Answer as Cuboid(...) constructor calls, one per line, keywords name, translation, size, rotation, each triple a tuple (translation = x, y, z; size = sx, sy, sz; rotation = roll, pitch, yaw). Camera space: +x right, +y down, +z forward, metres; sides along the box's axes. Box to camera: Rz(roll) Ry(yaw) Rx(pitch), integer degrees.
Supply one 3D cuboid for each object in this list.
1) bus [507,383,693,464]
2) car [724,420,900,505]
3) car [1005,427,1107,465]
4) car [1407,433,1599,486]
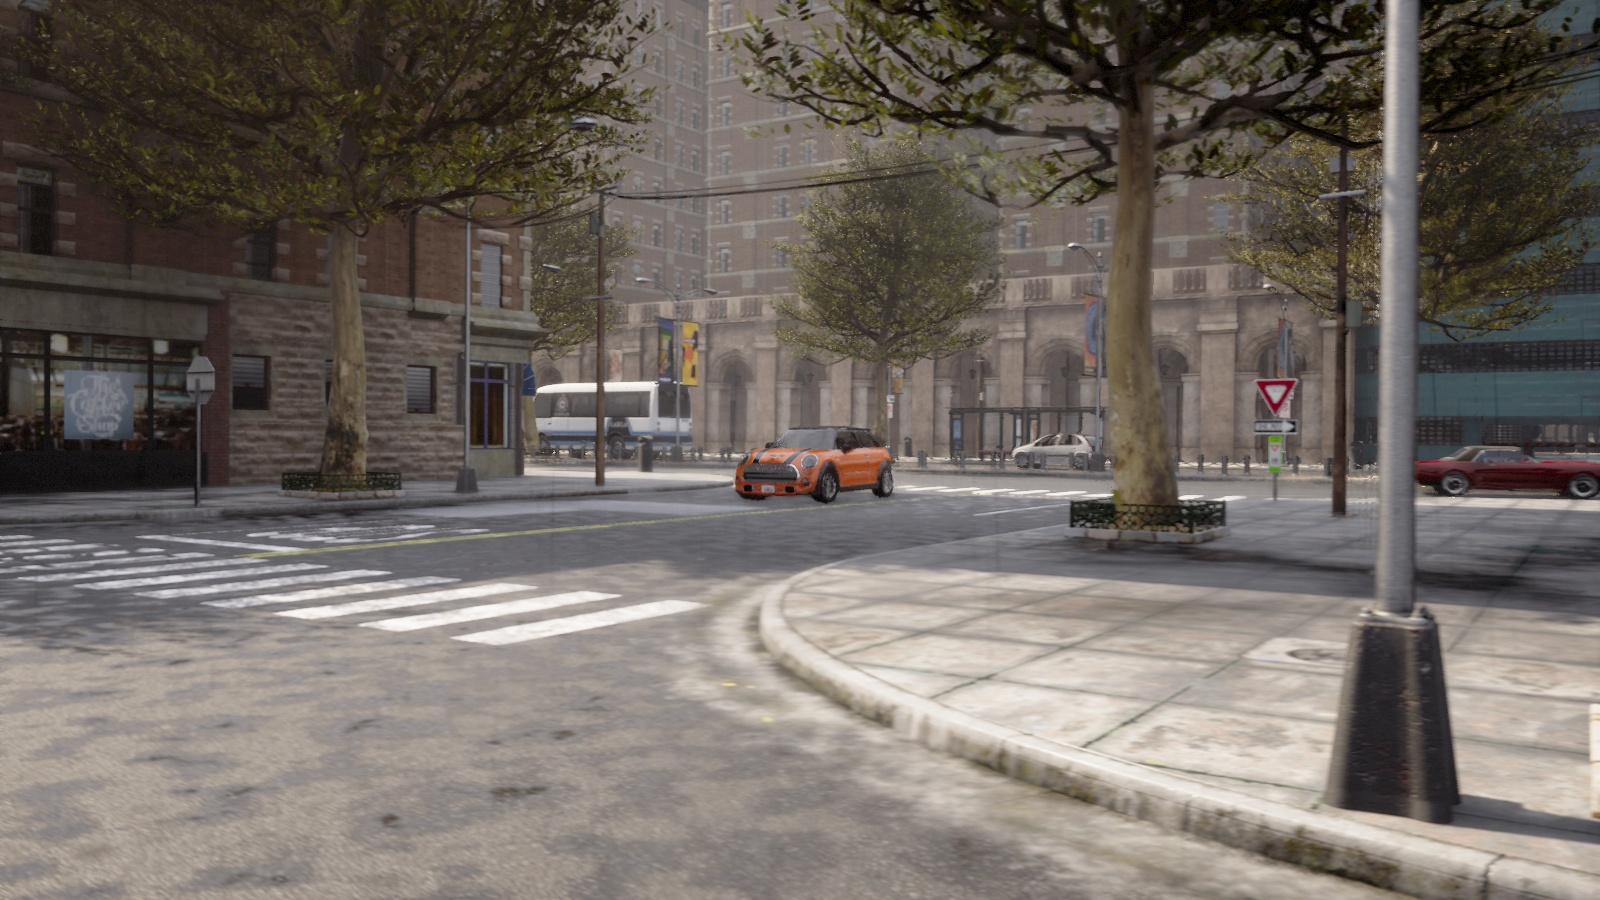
Cuboid(name="bus", translation=(-11.299, -1.429, 70.450), size=(10.273, 4.253, 3.944), rotation=(0, 1, 34))
Cuboid(name="car", translation=(0.382, 0.222, 28.416), size=(2.097, 1.767, 4.553), rotation=(0, 1, 28))
Cuboid(name="car", translation=(11.310, -0.198, 55.486), size=(3.988, 1.617, 1.851), rotation=(0, 1, 34))
Cuboid(name="car", translation=(18.435, 0.225, 32.489), size=(4.718, 1.301, 1.895), rotation=(0, 1, 19))
